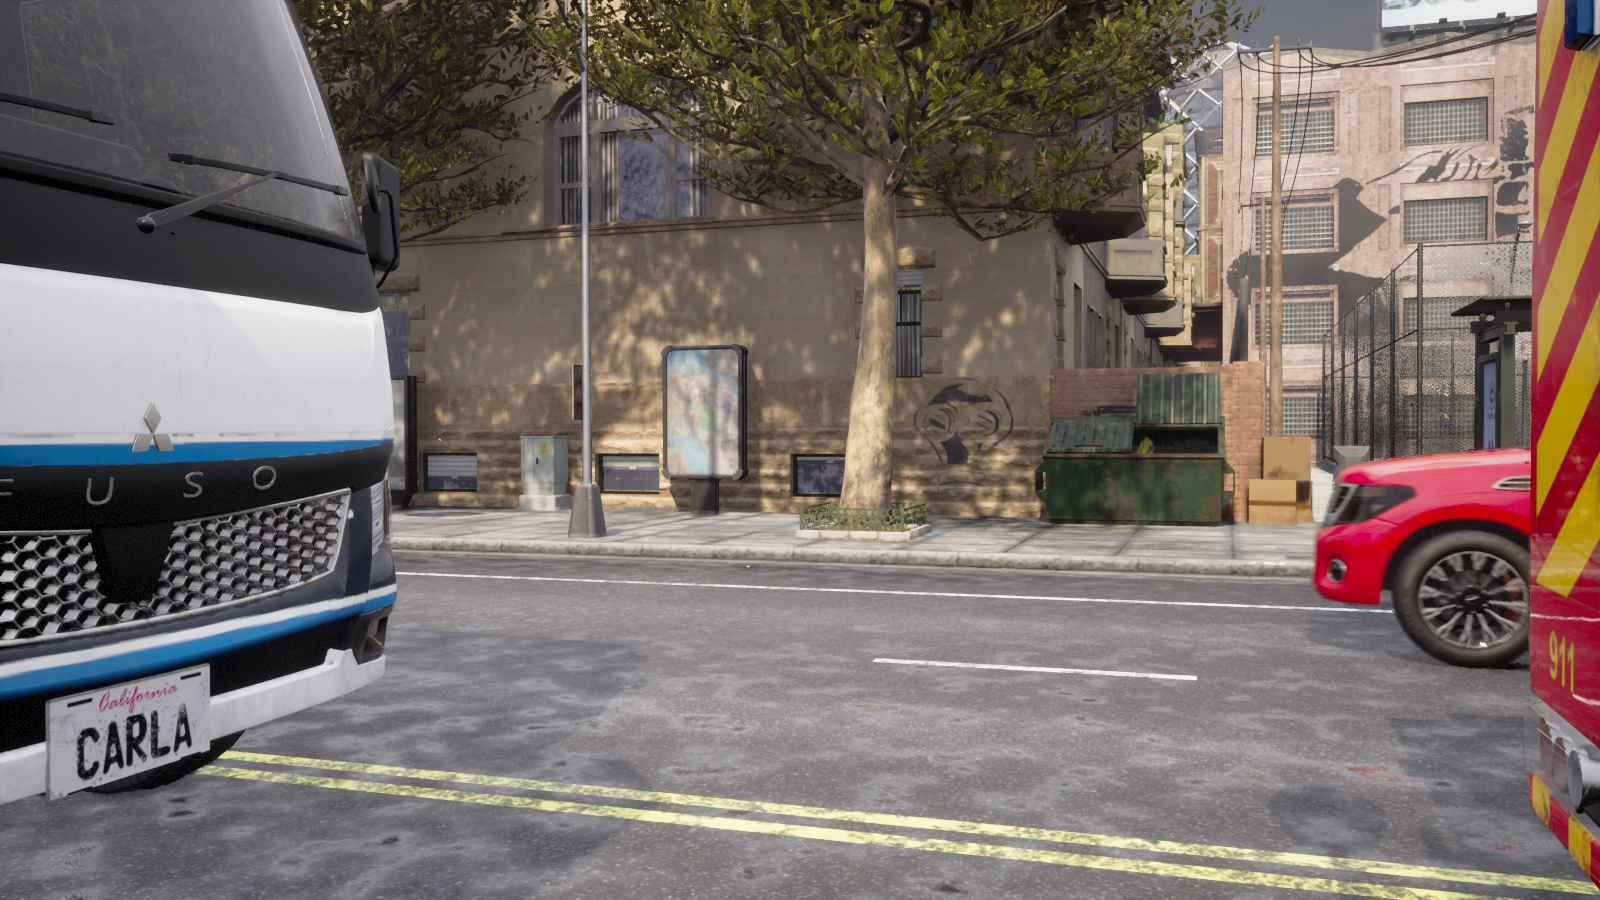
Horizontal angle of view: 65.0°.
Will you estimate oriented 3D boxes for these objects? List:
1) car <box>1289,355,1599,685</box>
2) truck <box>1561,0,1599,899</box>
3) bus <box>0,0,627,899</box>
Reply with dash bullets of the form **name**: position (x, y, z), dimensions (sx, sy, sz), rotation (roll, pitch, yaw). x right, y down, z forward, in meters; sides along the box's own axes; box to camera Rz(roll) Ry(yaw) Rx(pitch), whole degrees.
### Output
- **car**: position (6.329, 0.437, 8.286), dimensions (5.566, 2.045, 2.150), rotation (1, 1, 27)
- **truck**: position (5.943, -0.335, 1.185), dimensions (8.468, 3.827, 2.891), rotation (1, 1, 19)
- **bus**: position (-6.258, -0.658, 5.265), dimensions (10.273, 4.253, 3.944), rotation (1, 1, 18)
